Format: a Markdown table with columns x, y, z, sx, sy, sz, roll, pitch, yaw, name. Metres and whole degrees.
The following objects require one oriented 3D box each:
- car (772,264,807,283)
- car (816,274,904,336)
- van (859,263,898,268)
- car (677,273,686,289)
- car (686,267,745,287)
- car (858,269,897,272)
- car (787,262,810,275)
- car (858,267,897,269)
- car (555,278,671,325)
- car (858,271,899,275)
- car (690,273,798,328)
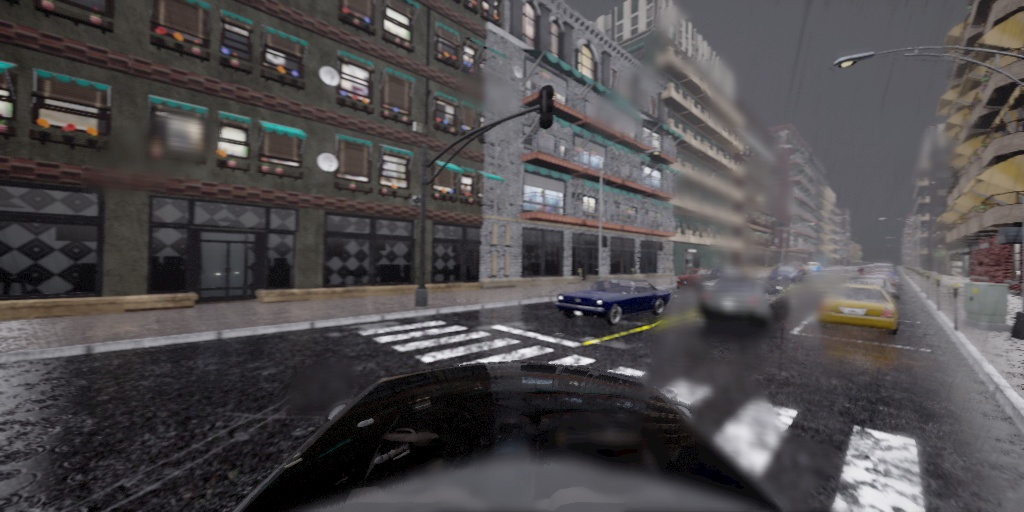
| x | y | z | sx | sy | sz | roll | pitch | yaw | name |
| --- | --- | --- | --- | --- | --- | --- | --- | --- | --- |
| 24.352 | 1.688 | 31.758 | 4.674 | 1.442 | 1.812 | 1 | -1 | -43 | car |
| 10.619 | 1.434 | 10.987 | 4.829 | 1.417 | 1.751 | 0 | 0 | -43 | car |
| 26.848 | 1.506 | 26.209 | 3.998 | 1.789 | 1.690 | 0 | 0 | -43 | van |
| 12.856 | 1.542 | 24.575 | 4.507 | 1.381 | 1.888 | 0 | 0 | -43 | car |
| 12.066 | 1.459 | 20.281 | 4.902 | 1.511 | 2.128 | 1 | 0 | -43 | car |
| 18.589 | 1.579 | 18.462 | 4.507 | 1.381 | 1.888 | 0 | 0 | -43 | car |
| 37.634 | 1.712 | 47.813 | 5.009 | 1.841 | 2.192 | 0 | 0 | -43 | car |
| 22.718 | 1.644 | 22.335 | 4.507 | 1.381 | 1.888 | 0 | 0 | -43 | car |
| 3.602 | 1.439 | 12.343 | 4.718 | 1.301 | 1.895 | 1 | 0 | -43 | car |
| 14.459 | 1.520 | 14.589 | 4.403 | 1.370 | 2.007 | 0 | 0 | -43 | car |
| 8.015 | 1.451 | 12.233 | 4.181 | 1.385 | 1.994 | 1 | 0 | -43 | car |
